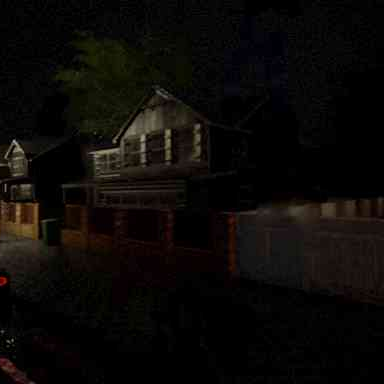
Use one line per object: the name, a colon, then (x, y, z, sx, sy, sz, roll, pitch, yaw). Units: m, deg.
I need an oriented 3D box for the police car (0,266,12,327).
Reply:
police car: (-5.052, 1.457, 6.009, 5.238, 1.638, 1.930, 0, 0, 42)
